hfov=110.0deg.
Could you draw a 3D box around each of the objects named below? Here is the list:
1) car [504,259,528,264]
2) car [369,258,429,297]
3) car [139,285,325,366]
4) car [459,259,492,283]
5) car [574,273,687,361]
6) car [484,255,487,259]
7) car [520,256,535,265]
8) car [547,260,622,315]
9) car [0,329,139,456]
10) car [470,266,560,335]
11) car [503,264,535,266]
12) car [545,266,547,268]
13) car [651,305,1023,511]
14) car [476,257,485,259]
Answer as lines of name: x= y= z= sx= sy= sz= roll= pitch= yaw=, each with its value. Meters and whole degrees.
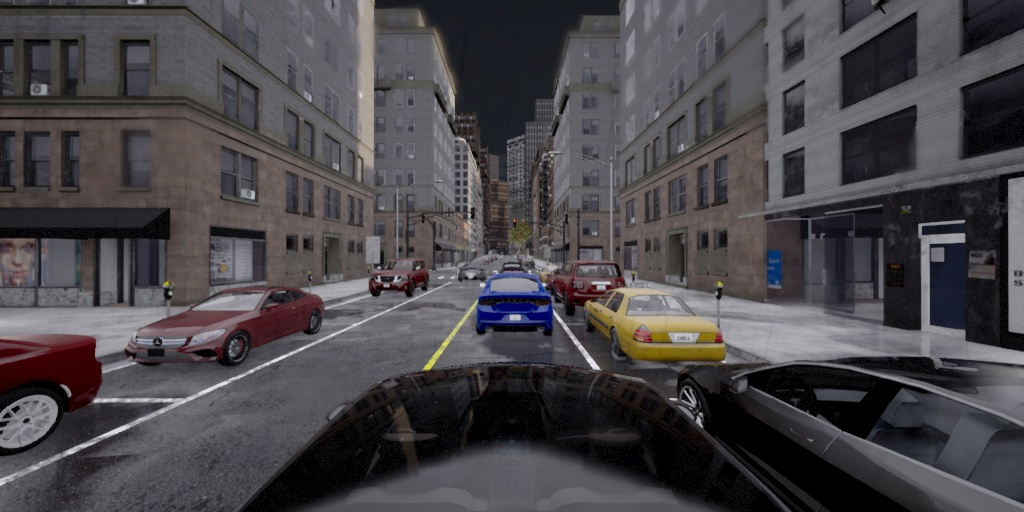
car: x=0.022 y=1.212 z=26.984 sx=1.837 sy=1.490 sz=4.892 roll=0 pitch=0 yaw=0
car: x=-5.780 y=1.043 z=19.011 sx=2.192 sy=1.841 sz=5.009 roll=0 pitch=0 yaw=0
car: x=-5.769 y=1.328 z=7.905 sx=1.802 sy=1.307 sz=4.207 roll=0 pitch=0 yaw=0
car: x=-2.924 y=1.198 z=27.555 sx=2.128 sy=1.511 sz=4.902 roll=0 pitch=0 yaw=-1
car: x=2.756 y=1.271 z=8.077 sx=1.751 sy=1.417 sz=4.829 roll=0 pitch=0 yaw=0
car: x=-5.824 y=0.982 z=62.096 sx=1.967 sy=1.591 sz=4.097 roll=0 pitch=0 yaw=0
car: x=2.707 y=1.125 z=56.673 sx=2.007 sy=1.370 sz=4.403 roll=0 pitch=0 yaw=0
car: x=2.751 y=1.054 z=13.461 sx=2.192 sy=1.841 sz=5.009 roll=0 pitch=0 yaw=0
car: x=-5.763 y=1.296 z=2.353 sx=1.888 sy=1.381 sz=4.507 roll=0 pitch=0 yaw=0
car: x=0.042 y=1.221 z=10.488 sx=1.882 sy=1.535 sz=5.008 roll=0 pitch=0 yaw=-1
car: x=0.077 y=1.295 z=18.071 sx=1.994 sy=1.385 sz=4.181 roll=0 pitch=0 yaw=0
car: x=2.745 y=1.311 z=19.012 sx=1.802 sy=1.307 sz=4.207 roll=0 pitch=0 yaw=0
car: x=2.762 y=1.316 z=2.355 sx=1.948 sy=1.339 sz=4.313 roll=0 pitch=0 yaw=0
car: x=-5.818 y=1.120 z=56.671 sx=1.888 sy=1.381 sz=4.507 roll=0 pitch=0 yaw=0
